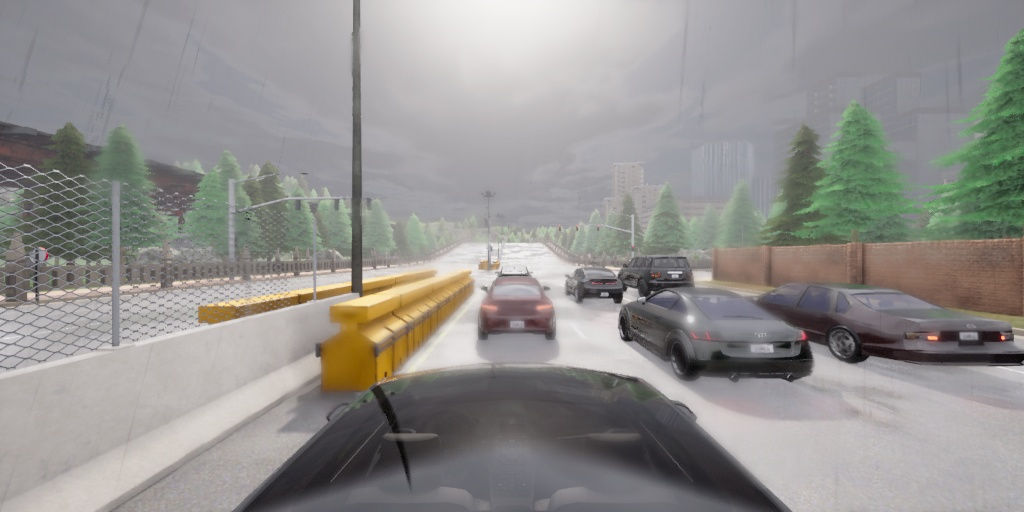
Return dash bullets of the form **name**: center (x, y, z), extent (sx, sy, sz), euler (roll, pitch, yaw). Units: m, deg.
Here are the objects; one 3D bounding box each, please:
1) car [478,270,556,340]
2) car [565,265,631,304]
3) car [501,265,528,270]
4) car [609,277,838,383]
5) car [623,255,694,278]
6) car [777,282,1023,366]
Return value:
- **car**: center (0.112, 1.276, 9.851), extent (1.812, 1.442, 4.674), euler (0, 0, 0)
- **car**: center (3.618, 1.255, 16.387), extent (1.837, 1.490, 4.892), euler (0, 0, 0)
- **car**: center (0.123, 1.241, 19.097), extent (2.128, 1.511, 4.902), euler (0, 0, 0)
- **car**: center (3.612, 1.314, 7.220), extent (1.994, 1.385, 4.181), euler (0, 0, -1)
- **car**: center (7.120, 0.972, 18.326), extent (2.150, 2.045, 5.566), euler (0, 0, 0)
- **car**: center (7.109, 1.297, 8.084), extent (2.033, 1.411, 5.357), euler (0, 0, 0)
